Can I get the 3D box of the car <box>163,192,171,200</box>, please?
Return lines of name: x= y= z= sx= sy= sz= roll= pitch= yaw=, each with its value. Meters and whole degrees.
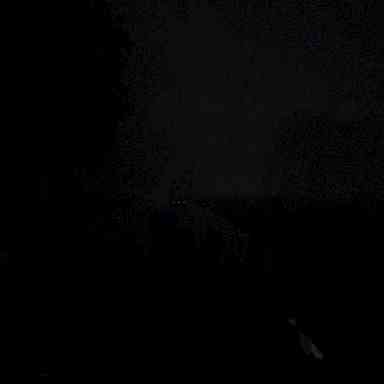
car: x=-4.710 y=0.784 z=66.531 sx=2.033 sy=1.411 sz=5.357 roll=0 pitch=1 yaw=-8

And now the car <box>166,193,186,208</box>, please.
car: x=-1.742 y=1.198 z=40.472 sx=2.033 sy=1.411 sz=5.357 roll=0 pitch=1 yaw=-5

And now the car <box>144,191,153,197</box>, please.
car: x=-10.718 y=0.491 z=81.618 sx=1.994 sy=1.385 sz=4.181 roll=0 pitch=1 yaw=-10
